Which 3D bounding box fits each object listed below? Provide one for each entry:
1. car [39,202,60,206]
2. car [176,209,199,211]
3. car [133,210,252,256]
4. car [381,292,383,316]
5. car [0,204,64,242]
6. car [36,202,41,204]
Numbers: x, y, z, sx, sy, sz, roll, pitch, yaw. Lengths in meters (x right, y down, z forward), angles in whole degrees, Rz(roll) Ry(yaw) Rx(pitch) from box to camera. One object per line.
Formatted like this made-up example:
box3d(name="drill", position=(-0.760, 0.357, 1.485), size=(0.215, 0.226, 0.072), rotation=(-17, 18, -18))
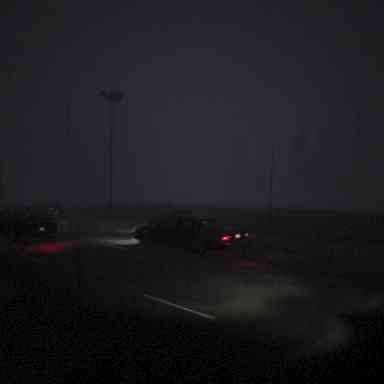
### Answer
box3d(name="car", position=(-13.858, 1.653, 31.285), size=(4.902, 1.511, 2.128), rotation=(0, -1, 43))
box3d(name="car", position=(-0.566, 1.690, 19.017), size=(4.674, 1.442, 1.812), rotation=(0, -1, 43))
box3d(name="car", position=(-0.167, 1.670, 13.886), size=(5.357, 1.411, 2.033), rotation=(0, -1, 43))
box3d(name="car", position=(5.472, 1.303, 3.924), size=(5.566, 2.045, 2.150), rotation=(0, -1, 43))
box3d(name="car", position=(-8.742, 1.558, 17.038), size=(5.008, 1.535, 1.882), rotation=(0, -1, 43))
box3d(name="car", position=(-14.414, 1.684, 27.035), size=(4.181, 1.385, 1.994), rotation=(0, -1, 43))
